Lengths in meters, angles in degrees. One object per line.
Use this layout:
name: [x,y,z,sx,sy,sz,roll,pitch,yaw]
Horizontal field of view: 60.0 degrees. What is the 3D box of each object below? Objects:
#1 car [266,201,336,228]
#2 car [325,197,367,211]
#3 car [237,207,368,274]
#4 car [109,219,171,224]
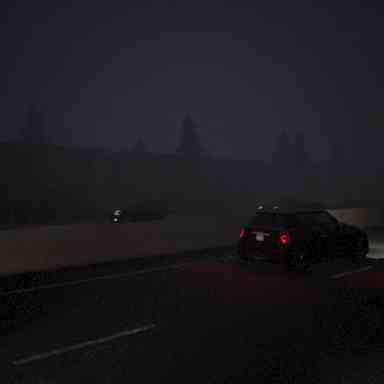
car: [7.328,1.414,22.109,4.892,1.490,1.837,-1,0,-35]
car: [17.677,1.316,38.078,4.902,1.511,2.128,0,0,-35]
car: [3.648,1.308,10.646,4.553,1.767,2.097,0,0,-35]
car: [-3.653,1.304,22.878,4.553,1.767,2.097,0,0,-35]
